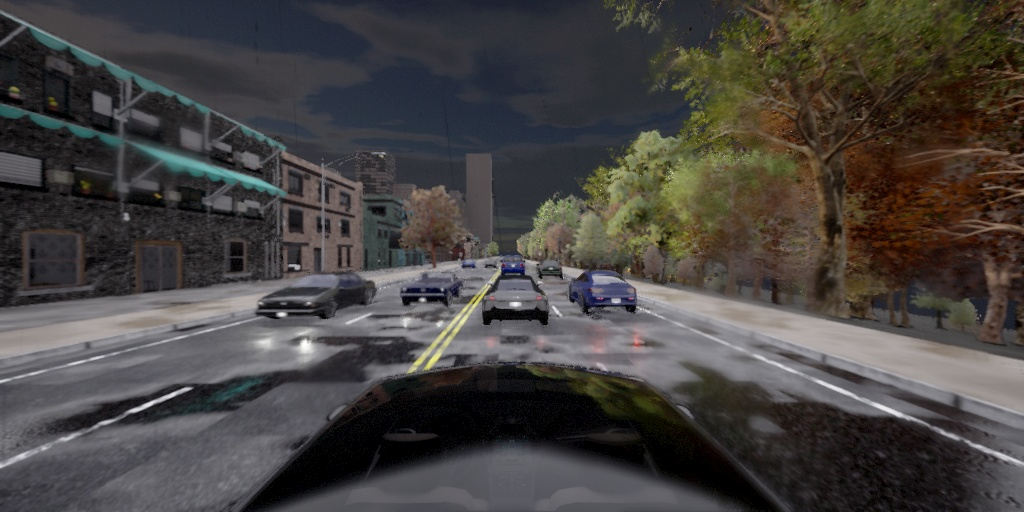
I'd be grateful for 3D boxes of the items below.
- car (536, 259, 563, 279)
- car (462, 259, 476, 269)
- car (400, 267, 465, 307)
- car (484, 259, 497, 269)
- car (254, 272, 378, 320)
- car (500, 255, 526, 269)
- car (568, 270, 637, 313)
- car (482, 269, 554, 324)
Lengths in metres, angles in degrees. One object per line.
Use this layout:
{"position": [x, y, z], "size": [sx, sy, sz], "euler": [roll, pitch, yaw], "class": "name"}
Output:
{"position": [3.346, 1.096, 32.867], "size": [2.097, 1.767, 4.553], "euler": [0, 0, 0], "class": "car"}
{"position": [-6.685, 1.220, 55.973], "size": [1.882, 1.535, 5.008], "euler": [0, 0, 0], "class": "car"}
{"position": [-3.353, 1.349, 15.701], "size": [1.895, 1.301, 4.718], "euler": [0, 0, 0], "class": "car"}
{"position": [-3.468, 1.245, 58.553], "size": [1.837, 1.490, 4.892], "euler": [0, 0, 0], "class": "car"}
{"position": [-6.603, 1.296, 12.946], "size": [2.033, 1.411, 5.357], "euler": [0, 0, 0], "class": "car"}
{"position": [0.096, 0.966, 33.891], "size": [2.150, 2.045, 5.566], "euler": [0, 0, 0], "class": "car"}
{"position": [3.362, 1.274, 13.857], "size": [1.812, 1.442, 4.674], "euler": [0, 0, 0], "class": "car"}
{"position": [0.099, 1.312, 11.977], "size": [1.994, 1.385, 4.181], "euler": [0, 0, 0], "class": "car"}
